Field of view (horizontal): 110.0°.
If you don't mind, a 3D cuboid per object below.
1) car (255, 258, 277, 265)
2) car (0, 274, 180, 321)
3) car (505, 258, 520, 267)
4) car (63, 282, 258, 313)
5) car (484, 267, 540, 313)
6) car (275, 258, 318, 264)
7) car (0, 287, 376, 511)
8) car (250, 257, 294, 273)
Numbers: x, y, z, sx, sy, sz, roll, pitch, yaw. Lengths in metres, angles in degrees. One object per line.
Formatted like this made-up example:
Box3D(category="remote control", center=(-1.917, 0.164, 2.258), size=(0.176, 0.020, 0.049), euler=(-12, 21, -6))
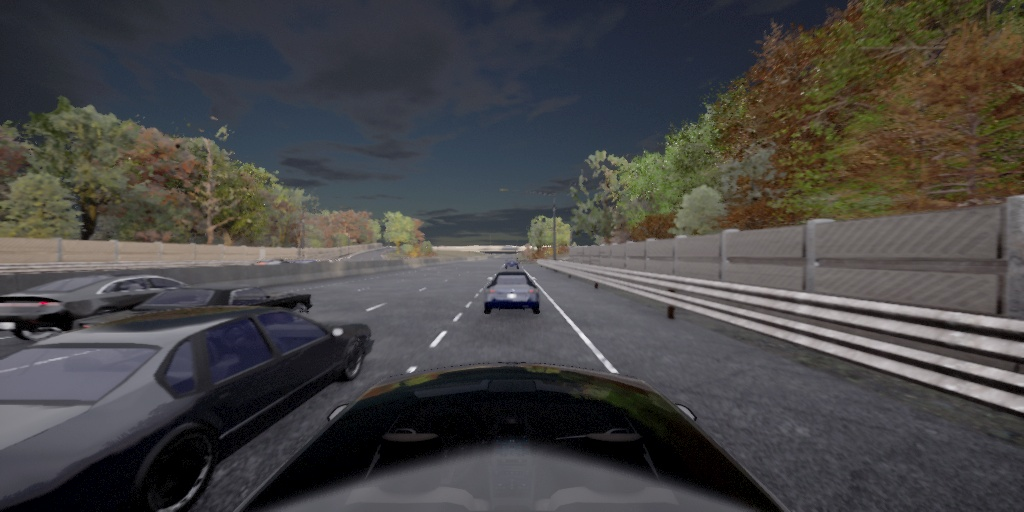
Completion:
Box3D(category="car", center=(-24.518, 1.225, 37.210), size=(1.812, 1.442, 4.674), euler=(0, 1, 0))
Box3D(category="car", center=(-10.401, 1.223, 9.814), size=(2.128, 1.511, 4.902), euler=(0, 0, 0))
Box3D(category="car", center=(-0.005, 1.042, 56.452), size=(2.097, 1.767, 4.553), euler=(0, 0, 0))
Box3D(category="car", center=(-6.900, 1.334, 8.658), size=(1.895, 1.301, 4.718), euler=(0, 0, 0))
Box3D(category="car", center=(-0.004, 1.287, 13.839), size=(1.994, 1.385, 4.181), euler=(0, 0, 0))
Box3D(category="car", center=(-21.026, 1.177, 36.067), size=(1.882, 1.535, 5.008), euler=(0, 1, 1))
Box3D(category="car", center=(-3.401, 1.292, 4.065), size=(2.033, 1.411, 5.357), euler=(0, 0, 0))
Box3D(category="car", center=(-28.023, 1.052, 42.014), size=(2.097, 1.767, 4.553), euler=(0, 0, 1))
